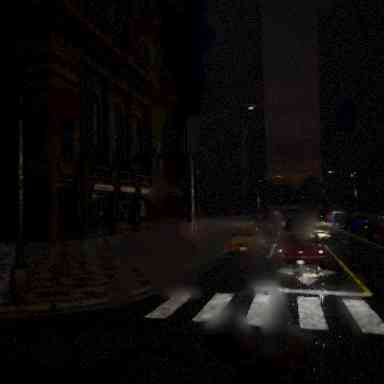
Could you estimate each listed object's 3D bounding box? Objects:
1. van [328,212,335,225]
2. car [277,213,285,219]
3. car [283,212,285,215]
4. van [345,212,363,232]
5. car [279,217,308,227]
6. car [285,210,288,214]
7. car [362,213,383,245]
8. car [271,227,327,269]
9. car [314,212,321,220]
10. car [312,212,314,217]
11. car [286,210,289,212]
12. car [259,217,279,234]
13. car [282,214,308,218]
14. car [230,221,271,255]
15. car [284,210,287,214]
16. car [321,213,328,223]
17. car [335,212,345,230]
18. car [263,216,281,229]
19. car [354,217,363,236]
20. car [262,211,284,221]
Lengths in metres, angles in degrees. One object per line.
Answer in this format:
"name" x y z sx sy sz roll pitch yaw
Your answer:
"van" 20.134 3.610 45.603 1.690 1.788 3.998 -3 -4 16
"car" 21.949 5.823 81.670 1.802 1.307 4.206 -3 -3 16
"car" 11.590 3.934 46.879 1.967 1.590 4.097 -3 -4 16
"van" 15.769 2.870 30.997 1.690 1.788 3.998 -3 -4 16
"car" 7.756 2.862 24.624 2.033 1.411 5.357 -2 -3 16
"car" 20.416 5.530 76.524 1.887 1.381 4.507 -3 -4 16
"car" 12.859 2.350 21.261 2.192 1.841 5.009 -3 -4 16
"car" 4.725 2.396 14.418 1.895 1.301 4.718 -2 -3 19
"car" 27.304 5.055 69.794 1.947 1.339 4.313 -3 -4 16
"car" 28.786 5.303 74.776 1.947 1.339 4.313 -3 -4 16
"car" 25.012 6.298 91.970 2.008 1.369 4.403 -3 -3 16
"car" 6.025 3.095 28.161 2.008 1.369 4.403 -3 -4 16
"car" 10.670 3.357 34.377 2.033 1.411 5.357 -2 -3 17
"car" 3.192 2.586 18.645 1.752 1.417 4.829 -3 -4 16
"car" 15.816 4.651 61.084 1.967 1.590 4.097 -3 -4 16
"car" 22.858 4.319 54.851 1.802 1.307 4.206 -3 -4 16
"car" 17.224 3.091 35.867 2.192 1.841 5.009 -3 -4 16
"car" 10.201 3.801 42.196 1.887 1.381 4.507 -3 -4 16
"car" 14.322 2.864 26.114 1.802 1.307 4.206 -3 -4 16
"car" 8.802 3.335 37.531 2.192 1.841 5.009 -3 -4 16
